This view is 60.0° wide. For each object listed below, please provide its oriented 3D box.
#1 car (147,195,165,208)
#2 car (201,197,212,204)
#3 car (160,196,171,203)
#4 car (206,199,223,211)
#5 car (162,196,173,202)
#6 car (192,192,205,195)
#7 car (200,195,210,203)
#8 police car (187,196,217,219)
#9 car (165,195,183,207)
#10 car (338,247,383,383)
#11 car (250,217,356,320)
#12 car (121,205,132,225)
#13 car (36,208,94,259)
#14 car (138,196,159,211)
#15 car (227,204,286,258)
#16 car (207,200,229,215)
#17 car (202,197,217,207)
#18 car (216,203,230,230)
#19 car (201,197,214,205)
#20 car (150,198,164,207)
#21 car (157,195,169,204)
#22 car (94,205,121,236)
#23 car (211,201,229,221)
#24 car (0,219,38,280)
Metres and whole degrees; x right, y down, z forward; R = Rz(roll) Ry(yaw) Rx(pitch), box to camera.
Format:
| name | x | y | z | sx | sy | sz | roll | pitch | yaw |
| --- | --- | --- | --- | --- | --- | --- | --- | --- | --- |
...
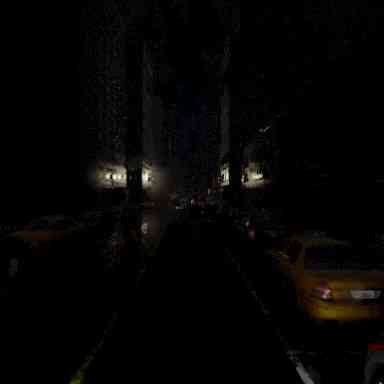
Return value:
| name | x | y | z | sx | sy | sz | roll | pitch | yaw |
| --- | --- | --- | --- | --- | --- | --- | --- | --- | --- |
| car | -5.385 | 1.285 | 45.808 | 2.192 | 1.841 | 5.009 | 0 | 0 | 0 |
| car | 2.641 | 1.545 | 62.371 | 1.802 | 1.307 | 4.206 | 0 | 0 | 0 |
| car | -5.384 | 1.488 | 67.712 | 1.752 | 1.417 | 4.829 | 0 | 0 | 0 |
| car | 2.640 | 1.553 | 40.295 | 1.802 | 1.307 | 4.206 | 0 | 0 | 0 |
| car | -5.383 | 1.511 | 73.400 | 2.008 | 1.369 | 4.403 | 0 | 0 | 0 |
| car | 0.828 | 1.194 | 44.467 | 2.150 | 2.045 | 5.566 | 0 | 0 | 0 |
| car | 2.641 | 1.402 | 67.890 | 1.967 | 1.590 | 4.097 | 0 | 0 | 0 |
| police car | 0.728 | 1.401 | 28.523 | 1.930 | 1.638 | 5.238 | 0 | 0 | -2 |
| car | -2.821 | 1.532 | 51.471 | 1.994 | 1.385 | 4.181 | 0 | 0 | 0 |
| car | 2.638 | 1.438 | 1.664 | 1.967 | 1.590 | 4.097 | 0 | 0 | 0 |
| car | 2.638 | 1.517 | 7.353 | 1.752 | 1.417 | 4.829 | 0 | 0 | 0 |
| car | -5.386 | 1.560 | 23.735 | 1.802 | 1.307 | 4.206 | 0 | 0 | 0 |
| car | -5.386 | 1.512 | 12.529 | 1.752 | 1.417 | 4.829 | 0 | 0 | 0 |
| car | -5.381 | 1.497 | 40.122 | 1.752 | 1.417 | 4.829 | 0 | 0 | 0 |
| car | 2.639 | 1.426 | 12.702 | 1.967 | 1.590 | 4.097 | 0 | 0 | 0 |
| car | 2.639 | 1.524 | 34.776 | 2.008 | 1.369 | 4.403 | 0 | 0 | 0 |
| car | 2.640 | 1.518 | 51.334 | 2.008 | 1.369 | 4.403 | 0 | 0 | 0 |
| car | 2.639 | 1.531 | 18.221 | 2.008 | 1.369 | 4.403 | 0 | 0 | 0 |
| car | 2.641 | 1.516 | 56.852 | 2.008 | 1.369 | 4.403 | 0 | 0 | 0 |
| car | -5.385 | 1.550 | 51.327 | 1.802 | 1.307 | 4.206 | 0 | 0 | 0 |
| car | -5.384 | 1.404 | 62.364 | 1.967 | 1.590 | 4.097 | 0 | 0 | 0 |
| car | -5.386 | 1.563 | 18.217 | 1.802 | 1.307 | 4.206 | 0 | 0 | 0 |
| car | 2.639 | 1.543 | 23.739 | 1.947 | 1.339 | 4.313 | 0 | 0 | 0 |
| car | -5.387 | 1.537 | 7.181 | 1.887 | 1.381 | 4.507 | 0 | 0 | 0 |
